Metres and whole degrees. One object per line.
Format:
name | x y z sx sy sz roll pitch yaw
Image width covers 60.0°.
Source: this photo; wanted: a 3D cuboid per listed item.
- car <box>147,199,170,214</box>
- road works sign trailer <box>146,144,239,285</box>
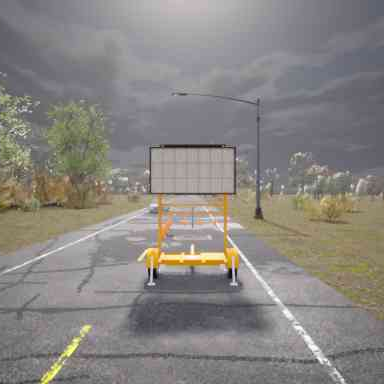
car | -3.545 1.541 35.774 1.812 1.442 4.674 0 0 0
road works sign trailer | 0.017 0.466 9.436 2.380 3.560 2.880 0 0 0
